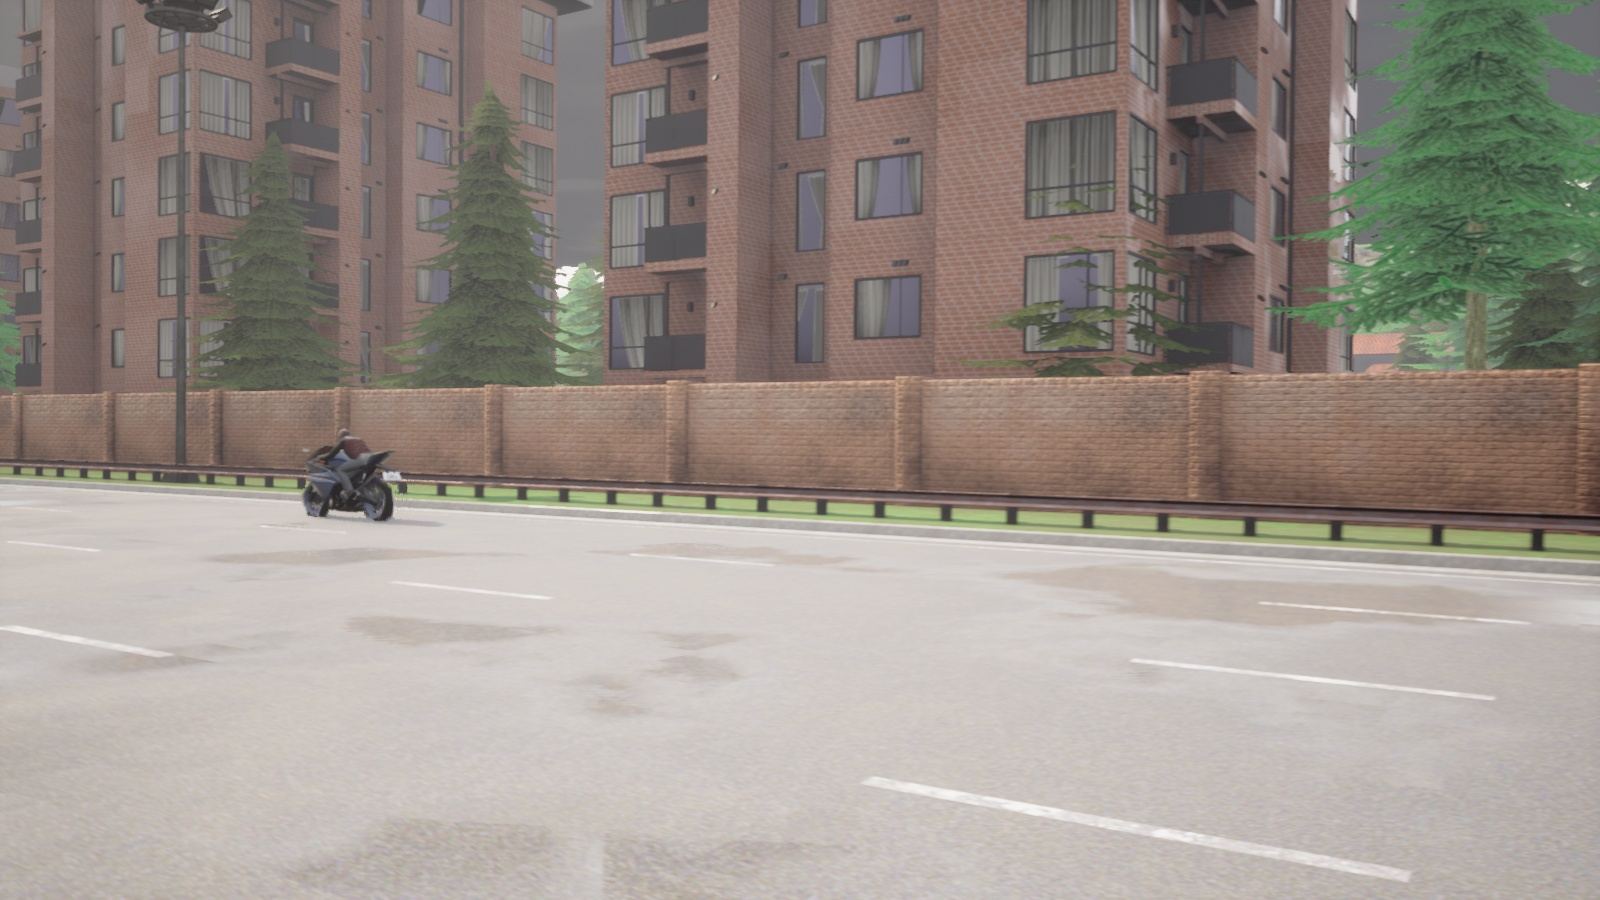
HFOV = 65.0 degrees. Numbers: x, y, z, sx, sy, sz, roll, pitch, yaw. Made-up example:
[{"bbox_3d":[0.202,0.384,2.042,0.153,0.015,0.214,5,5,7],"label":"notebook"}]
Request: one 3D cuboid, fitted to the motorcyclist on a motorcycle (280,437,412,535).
[{"bbox_3d":[-7.475,0.567,20.638,2.191,1.530,0.866,0,1,32],"label":"motorcyclist on a motorcycle"}]
